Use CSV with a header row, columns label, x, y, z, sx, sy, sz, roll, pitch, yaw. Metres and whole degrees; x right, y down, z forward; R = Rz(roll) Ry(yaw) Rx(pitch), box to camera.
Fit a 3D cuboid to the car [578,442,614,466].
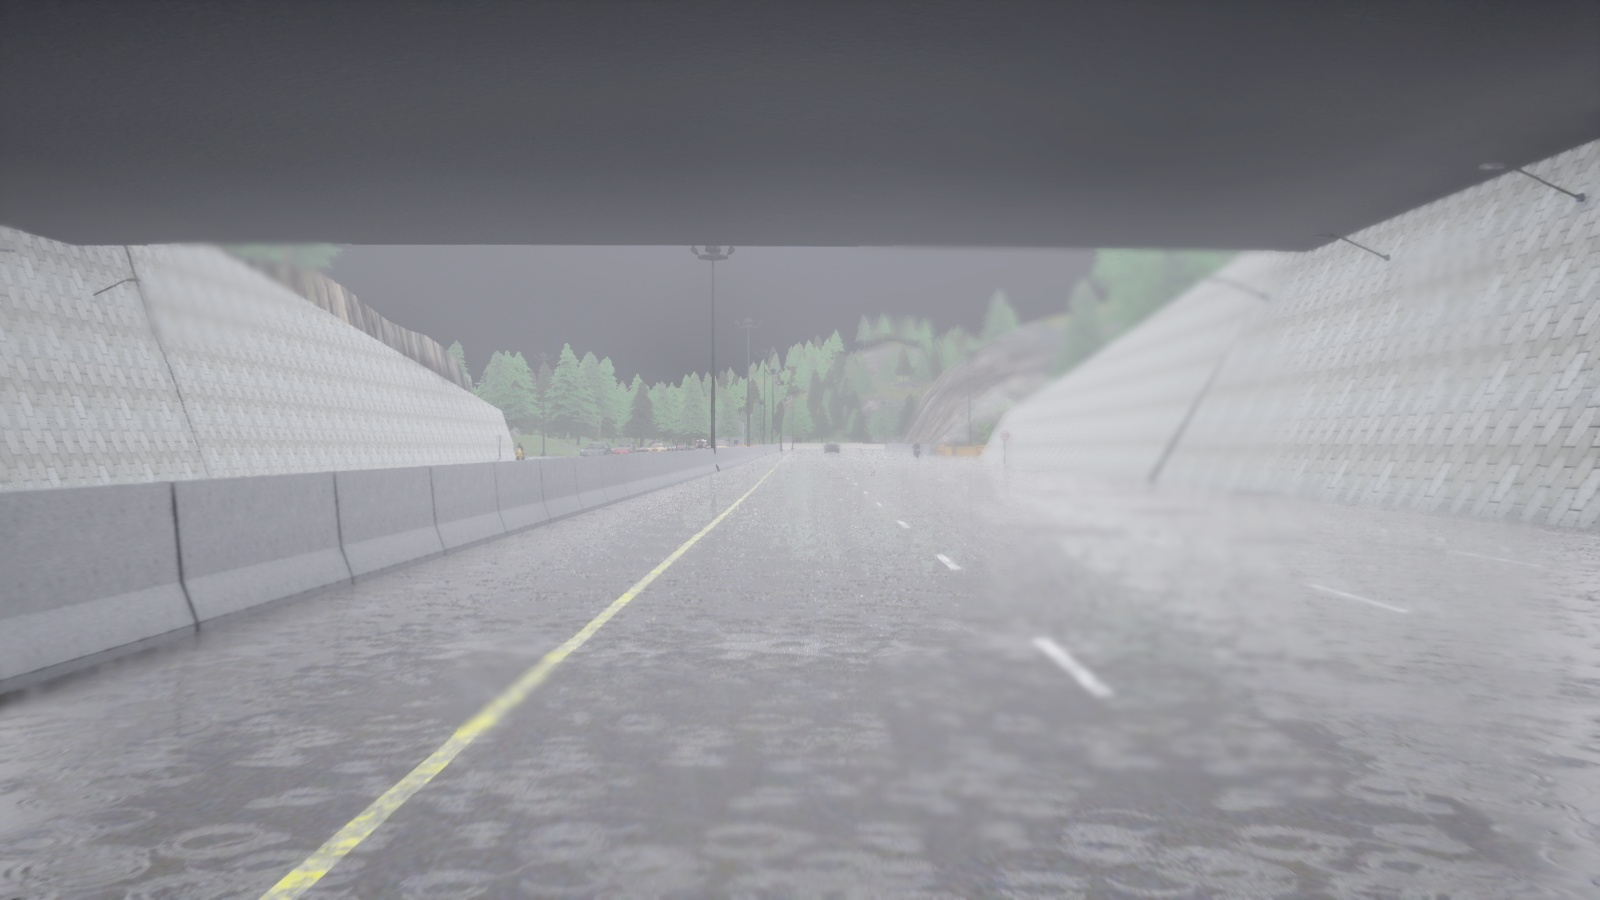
label,x,y,z,sx,sy,sz,roll,pitch,yaw
car,-13.572,0.245,83.739,1.789,1.549,3.705,0,0,0
